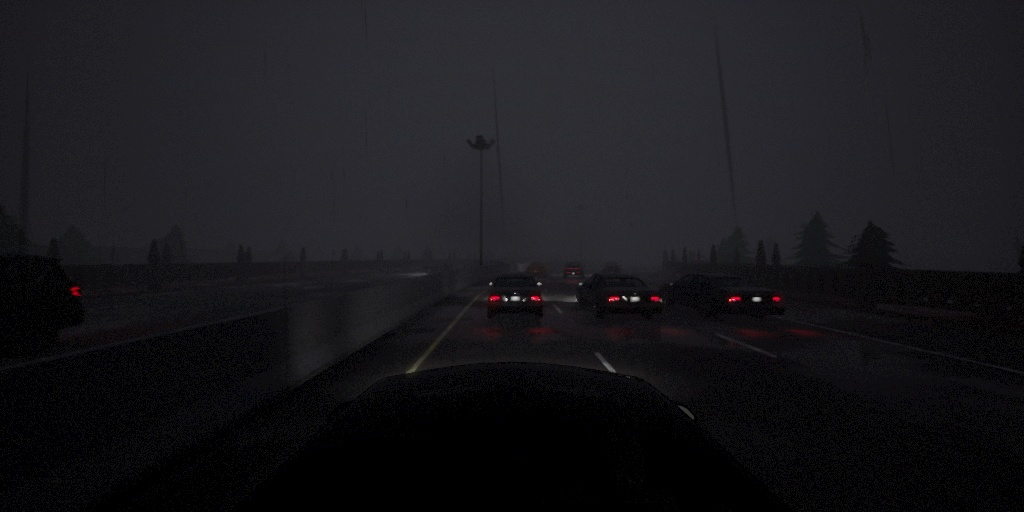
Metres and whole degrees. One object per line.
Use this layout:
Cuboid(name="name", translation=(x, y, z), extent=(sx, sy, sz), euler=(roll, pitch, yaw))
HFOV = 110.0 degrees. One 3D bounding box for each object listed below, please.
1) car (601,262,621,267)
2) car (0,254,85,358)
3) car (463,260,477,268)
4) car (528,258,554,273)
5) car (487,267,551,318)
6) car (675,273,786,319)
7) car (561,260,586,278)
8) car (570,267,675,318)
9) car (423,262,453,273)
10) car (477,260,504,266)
Cuboid(name="car", translation=(9.790, 1.315, 35.317), extent=(1.812, 1.442, 4.674), euler=(0, 0, 13))
Cuboid(name="car", translation=(-10.589, 0.976, 5.584), extent=(2.150, 2.045, 5.566), euler=(0, 0, 0))
Cuboid(name="car", translation=(-4.877, 1.294, 47.893), extent=(2.128, 1.511, 4.902), euler=(0, 0, 19))
Cuboid(name="car", translation=(2.756, 1.267, 35.873), extent=(1.882, 1.535, 5.008), euler=(0, 0, 13))
Cuboid(name="car", translation=(0.122, 1.311, 13.095), extent=(2.033, 1.411, 5.357), euler=(0, 0, 1))
Cuboid(name="car", translation=(7.118, 1.311, 12.903), extent=(2.033, 1.411, 5.357), euler=(0, 0, 1))
Cuboid(name="car", translation=(5.964, 1.293, 34.213), extent=(1.837, 1.490, 4.892), euler=(0, 0, 13))
Cuboid(name="car", translation=(3.621, 1.311, 12.992), extent=(2.033, 1.411, 5.357), euler=(0, 0, 1))
Cuboid(name="car", translation=(-9.380, 1.401, 45.380), extent=(1.895, 1.301, 4.718), euler=(0, 0, 17))
Cuboid(name="car", translation=(-2.241, 1.305, 44.698), extent=(1.837, 1.490, 4.892), euler=(0, 0, 18))
